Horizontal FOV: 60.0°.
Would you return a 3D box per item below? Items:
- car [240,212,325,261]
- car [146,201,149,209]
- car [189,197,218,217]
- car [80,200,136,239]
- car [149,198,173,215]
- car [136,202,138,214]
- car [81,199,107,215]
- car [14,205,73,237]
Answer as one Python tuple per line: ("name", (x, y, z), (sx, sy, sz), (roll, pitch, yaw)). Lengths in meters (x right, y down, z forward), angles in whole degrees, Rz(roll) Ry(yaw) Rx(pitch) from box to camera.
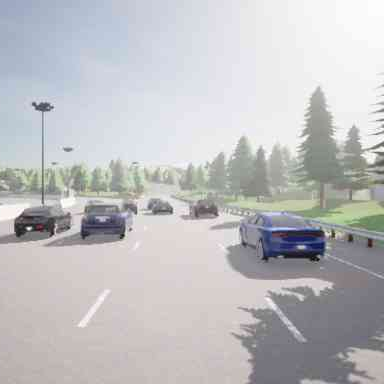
("car", (3.079, 1.477, 12.300), (1.882, 1.535, 5.008), (0, 0, -4))
("car", (-4.813, 1.505, 43.507), (1.837, 1.490, 4.892), (0, 0, -12))
("car", (1.002, 1.352, 31.207), (2.097, 1.767, 4.553), (0, 0, -8))
("car", (-4.365, 1.352, 17.592), (2.097, 1.767, 4.553), (0, 0, -5))
("car", (-3.124, 1.564, 34.745), (1.994, 1.385, 4.181), (0, 0, -10))
("car", (-6.732, 1.526, 35.115), (1.812, 1.442, 4.674), (0, 0, -10))
("car", (-10.261, 1.547, 35.120), (2.033, 1.411, 5.357), (0, 0, -10))
("car", (-7.917, 1.502, 18.132), (1.837, 1.490, 4.892), (0, -1, -5))
